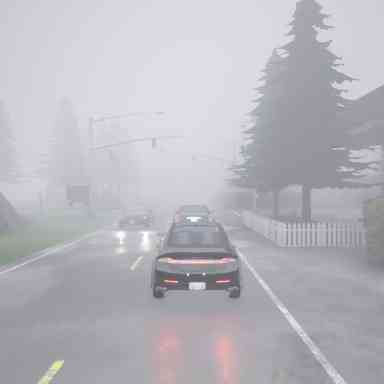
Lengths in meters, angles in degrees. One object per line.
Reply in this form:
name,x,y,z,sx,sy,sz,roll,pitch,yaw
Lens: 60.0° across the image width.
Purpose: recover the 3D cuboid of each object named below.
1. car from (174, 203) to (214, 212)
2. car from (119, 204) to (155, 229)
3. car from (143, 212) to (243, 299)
car,0.088,1.352,17.613,2.097,1.767,4.553,0,0,0
car,-3.518,1.531,21.928,1.812,1.442,4.674,0,0,0
car,0.094,1.492,8.460,2.128,1.511,4.902,0,0,0
